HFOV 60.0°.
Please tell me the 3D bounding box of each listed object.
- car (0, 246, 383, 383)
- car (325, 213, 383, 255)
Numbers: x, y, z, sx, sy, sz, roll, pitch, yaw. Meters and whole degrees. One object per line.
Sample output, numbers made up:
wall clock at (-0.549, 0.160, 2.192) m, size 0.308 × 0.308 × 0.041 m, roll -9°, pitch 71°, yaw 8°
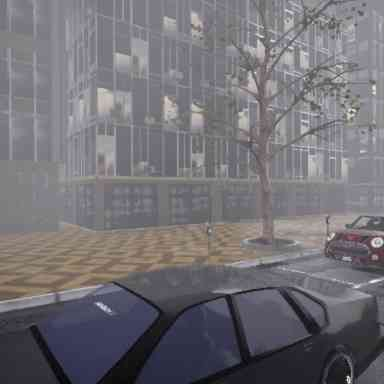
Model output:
car at (-0.128, 1.547, 3.287) m, size 5.357 × 1.411 × 2.033 m, roll 0°, pitch 0°, yaw -36°
car at (6.198, 1.439, 10.990) m, size 4.097 × 1.590 × 1.967 m, roll 0°, pitch 0°, yaw -36°
